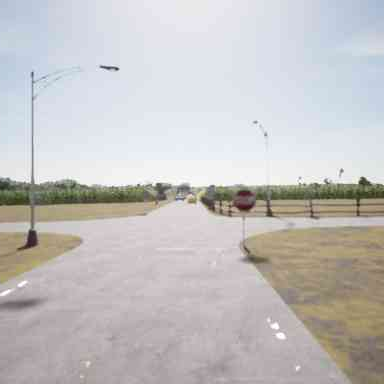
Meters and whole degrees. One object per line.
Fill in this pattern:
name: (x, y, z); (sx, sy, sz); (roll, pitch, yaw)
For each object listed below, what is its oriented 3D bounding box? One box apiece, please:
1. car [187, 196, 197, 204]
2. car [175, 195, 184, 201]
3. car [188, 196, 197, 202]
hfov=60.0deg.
car: (0.022, 1.642, 69.219); (1.882, 1.535, 5.008); (0, 0, 0)
car: (-2.726, 1.342, 73.808); (1.812, 1.442, 4.674); (0, 0, 0)
car: (0.026, 1.605, 79.642); (2.128, 1.511, 4.902); (0, -1, 0)
